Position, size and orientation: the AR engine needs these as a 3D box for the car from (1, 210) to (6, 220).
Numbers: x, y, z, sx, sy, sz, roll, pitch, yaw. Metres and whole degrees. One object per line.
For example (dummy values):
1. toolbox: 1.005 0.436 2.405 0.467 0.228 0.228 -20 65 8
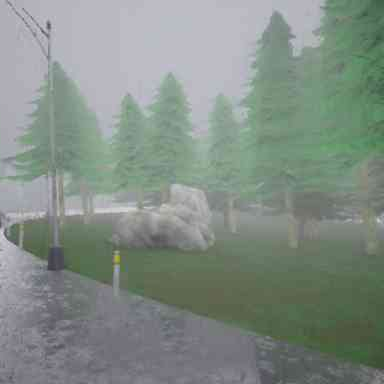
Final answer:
1. car: -22.088 2.453 36.394 2.128 1.511 4.902 -4 -2 -9
